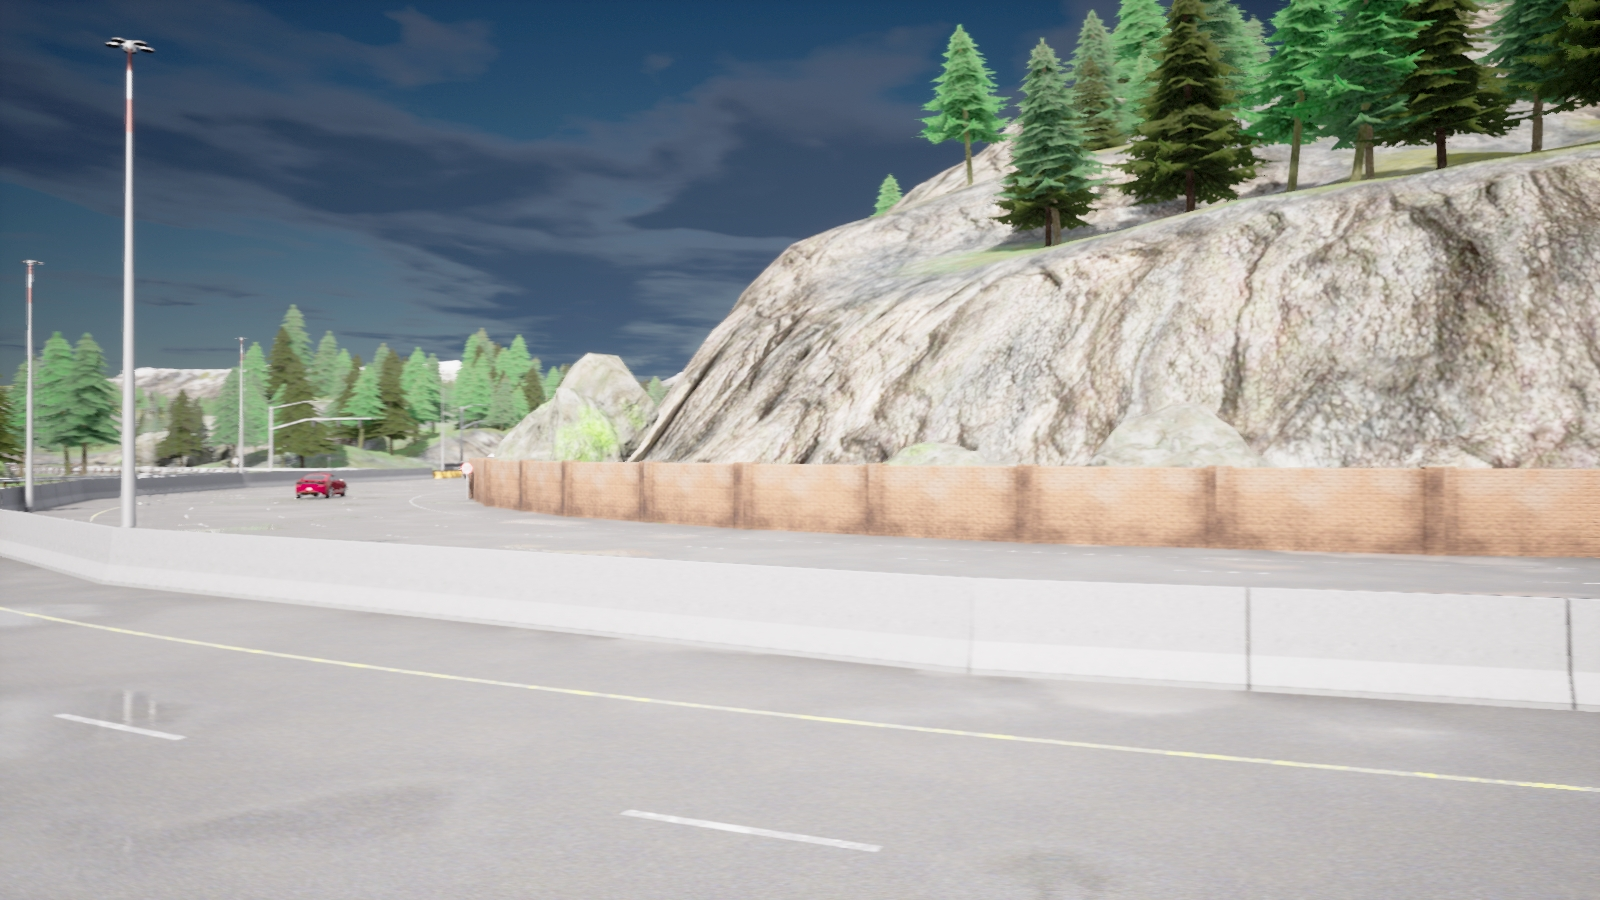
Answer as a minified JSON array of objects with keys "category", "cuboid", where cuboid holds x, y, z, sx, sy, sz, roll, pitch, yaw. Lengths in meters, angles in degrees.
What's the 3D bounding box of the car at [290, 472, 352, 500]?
[{"category":"car","cuboid":[-29.178,2.160,69.752,2.097,1.535,5.006,0,0,-6]}]
